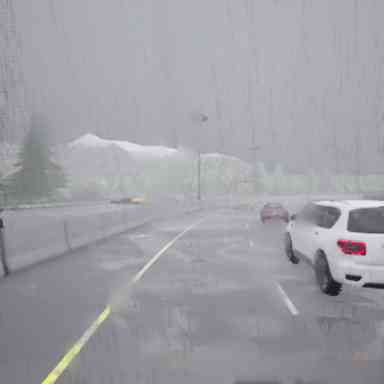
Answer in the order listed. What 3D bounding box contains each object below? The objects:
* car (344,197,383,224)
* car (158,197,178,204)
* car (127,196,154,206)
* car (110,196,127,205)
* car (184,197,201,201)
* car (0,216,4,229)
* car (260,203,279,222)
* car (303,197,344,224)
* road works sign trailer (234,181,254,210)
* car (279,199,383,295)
[{"bbox_3d":[13.488,1.340,25.787,2.097,1.767,4.553,0,0,11],"label":"car"},{"bbox_3d":[-3.876,1.446,54.051,1.994,1.385,4.181,0,0,21],"label":"car"},{"bbox_3d":[-7.874,1.350,53.379,1.882,1.535,5.008,0,0,21],"label":"car"},{"bbox_3d":[-11.354,1.339,54.080,1.882,1.535,5.008,0,0,20],"label":"car"},{"bbox_3d":[0.163,1.456,54.846,1.994,1.385,4.181,0,0,22],"label":"car"},{"bbox_3d":[-9.796,1.298,13.321,2.097,1.767,4.553,0,0,6],"label":"car"},{"bbox_3d":[6.337,1.531,25.769,1.994,1.385,4.181,0,0,11],"label":"car"},{"bbox_3d":[9.807,1.330,25.250,2.097,1.767,4.553,0,0,11],"label":"car"},{"bbox_3d":[6.802,0.400,42.595,2.380,3.560,2.880,0,0,20],"label":"road works sign trailer"},{"bbox_3d":[4.019,1.215,8.780,2.150,2.045,5.566,0,0,4],"label":"car"}]
